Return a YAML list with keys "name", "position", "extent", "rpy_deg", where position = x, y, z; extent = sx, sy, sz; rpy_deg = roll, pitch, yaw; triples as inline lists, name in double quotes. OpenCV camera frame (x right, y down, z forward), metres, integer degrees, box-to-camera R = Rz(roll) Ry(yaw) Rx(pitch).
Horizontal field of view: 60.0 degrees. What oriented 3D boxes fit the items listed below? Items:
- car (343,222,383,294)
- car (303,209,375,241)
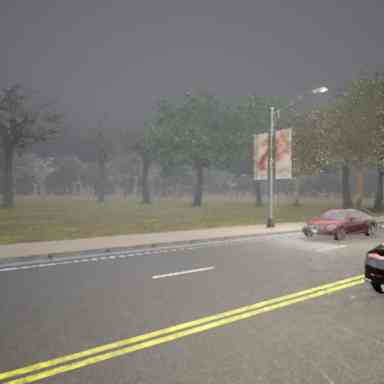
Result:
- name: "car"
  position: [5.880, 1.532, 7.646]
  extent: [4.902, 1.511, 2.128]
  rpy_deg: [0, 0, -36]
- name: "car"
  position: [7.723, 1.605, 17.204]
  extent: [4.674, 1.442, 1.812]
  rpy_deg: [0, 0, -36]
